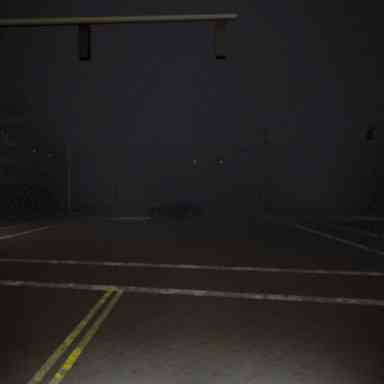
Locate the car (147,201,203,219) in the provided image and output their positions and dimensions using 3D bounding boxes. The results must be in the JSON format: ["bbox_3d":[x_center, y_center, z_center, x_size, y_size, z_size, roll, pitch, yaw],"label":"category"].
[{"bbox_3d":[-1.514,1.593,29.955,5.008,1.535,1.882,0,0,4],"label":"car"}]
